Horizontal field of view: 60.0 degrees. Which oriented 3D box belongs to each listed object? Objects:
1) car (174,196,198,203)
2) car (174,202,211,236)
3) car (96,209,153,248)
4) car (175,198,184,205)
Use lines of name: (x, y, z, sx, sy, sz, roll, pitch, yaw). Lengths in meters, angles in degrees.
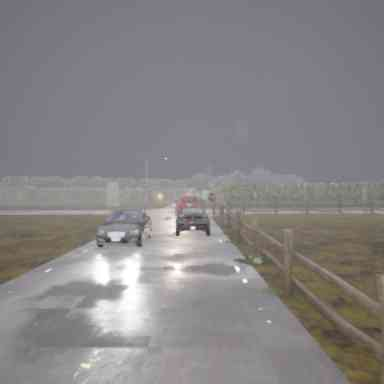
car: (-0.503, 1.373, 33.178, 2.150, 2.045, 5.566, 0, 0, -6)
car: (0.040, 1.564, 18.962, 1.837, 1.490, 4.892, 0, 0, 0)
car: (-2.891, 1.541, 15.091, 2.128, 1.511, 4.902, 0, 0, 0)
car: (-3.040, 2.286, 80.766, 2.128, 1.511, 4.902, 0, -1, 0)
